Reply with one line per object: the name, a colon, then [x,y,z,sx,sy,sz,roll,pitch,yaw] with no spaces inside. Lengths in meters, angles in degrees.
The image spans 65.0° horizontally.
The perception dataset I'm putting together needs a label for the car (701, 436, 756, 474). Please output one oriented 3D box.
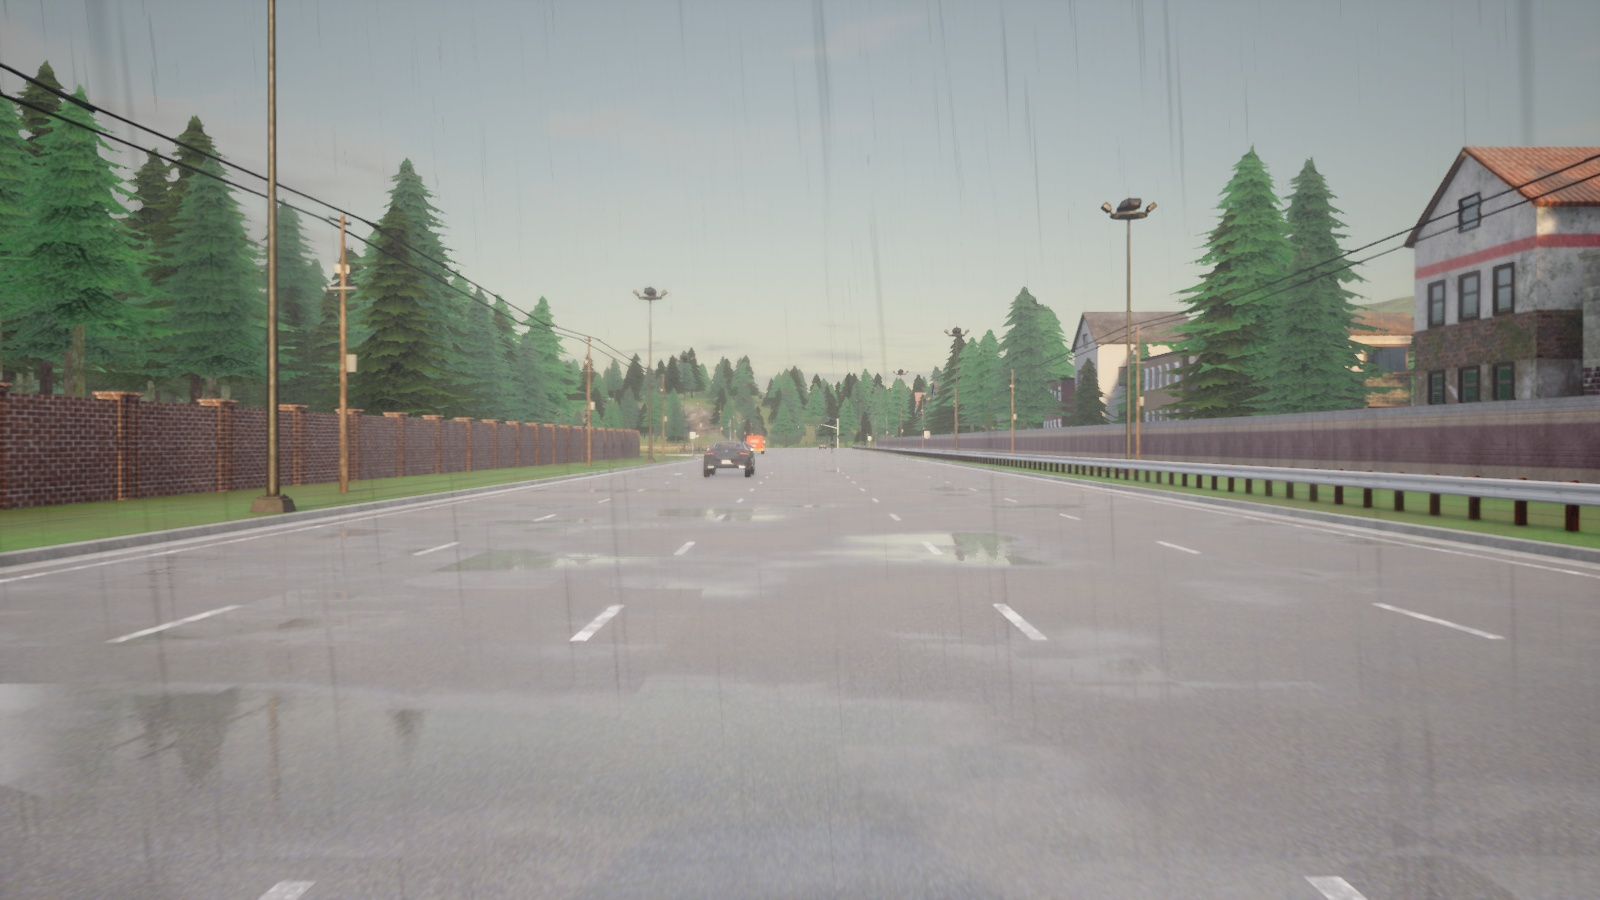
car: [-3.161,0.203,56.687,2.152,1.651,5.027,0,0,0]
